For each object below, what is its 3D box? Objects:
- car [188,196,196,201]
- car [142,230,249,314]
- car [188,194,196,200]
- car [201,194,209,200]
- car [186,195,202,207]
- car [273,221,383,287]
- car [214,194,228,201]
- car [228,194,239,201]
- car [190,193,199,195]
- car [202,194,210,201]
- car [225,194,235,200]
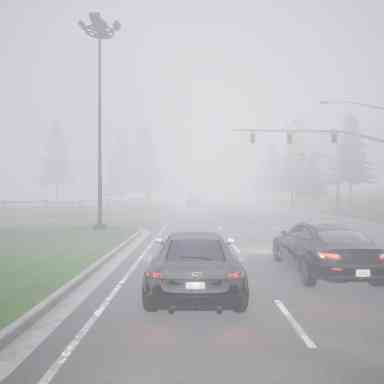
[{"bbox_3d":[0.018,1.588,82.197,1.895,1.301,4.718,0,0,0],"label":"car"},{"bbox_3d":[0.072,1.564,7.687,1.994,1.385,4.181,0,0,0],"label":"car"},{"bbox_3d":[0.020,1.358,92.170,2.128,1.511,4.902,0,0,0],"label":"car"},{"bbox_3d":[3.520,1.358,92.169,2.128,1.511,4.902,0,0,0],"label":"car"},{"bbox_3d":[0.011,1.548,51.130,2.033,1.411,5.357,0,0,0],"label":"car"},{"bbox_3d":[3.581,1.526,9.233,1.812,1.442,4.674,0,0,0],"label":"car"},{"bbox_3d":[7.018,1.517,82.165,1.812,1.442,4.674,0,0,0],"label":"car"},{"bbox_3d":[10.518,1.517,82.164,1.812,1.442,4.674,0,0,0],"label":"car"},{"bbox_3d":[0.429,1.223,66.006,2.150,2.045,5.566,0,0,0],"label":"car"},{"bbox_3d":[3.518,1.545,82.166,1.994,1.385,4.181,0,0,0],"label":"car"},{"bbox_3d":[10.520,1.372,92.168,2.033,1.411,5.357,0,0,0],"label":"car"}]
